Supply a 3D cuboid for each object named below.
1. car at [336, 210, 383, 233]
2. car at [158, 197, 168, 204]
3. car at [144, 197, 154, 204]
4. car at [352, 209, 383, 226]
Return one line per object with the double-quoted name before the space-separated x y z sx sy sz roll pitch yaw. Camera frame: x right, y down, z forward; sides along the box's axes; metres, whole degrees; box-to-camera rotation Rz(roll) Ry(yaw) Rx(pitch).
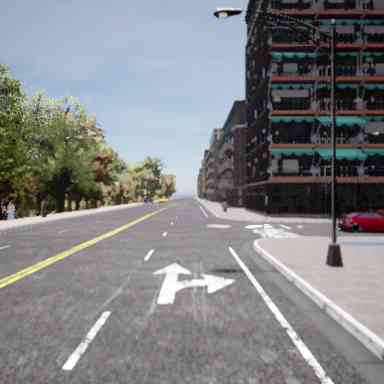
"car" 12.213 2.031 22.826 4.181 1.385 1.994 1 -1 0
"car" -6.496 1.899 75.003 1.882 1.535 5.008 0 -1 0
"car" -9.746 1.921 75.003 1.837 1.490 4.892 0 -1 0
"car" 16.301 2.162 28.517 4.206 1.307 1.802 1 -1 0
